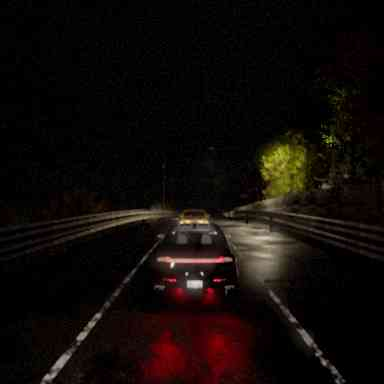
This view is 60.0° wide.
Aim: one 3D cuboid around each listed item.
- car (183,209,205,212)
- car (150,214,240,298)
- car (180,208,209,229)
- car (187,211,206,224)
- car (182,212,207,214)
[{"bbox_3d":[0.142,1.817,20.637,1.882,1.535,5.008,0,-2,1],"label":"car"},{"bbox_3d":[0.065,1.539,8.620,2.128,1.511,4.902,0,-1,0],"label":"car"},{"bbox_3d":[0.237,2.114,27.423,2.128,1.511,4.902,0,-3,1],"label":"car"},{"bbox_3d":[0.538,2.686,35.763,1.895,1.301,4.718,0,-4,2],"label":"car"},{"bbox_3d":[0.098,1.762,14.647,1.895,1.301,4.718,0,-1,0],"label":"car"}]
